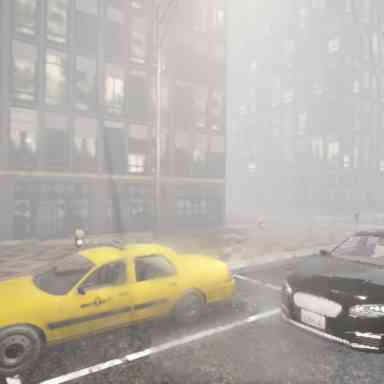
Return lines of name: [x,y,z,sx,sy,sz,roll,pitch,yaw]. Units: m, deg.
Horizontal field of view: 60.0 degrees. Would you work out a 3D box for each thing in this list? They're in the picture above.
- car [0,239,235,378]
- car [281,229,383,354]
car: [-1.459,1.518,5.504,4.829,1.417,1.752,0,1,-35]
car: [3.646,1.466,5.978,4.902,1.511,2.128,0,0,-35]
